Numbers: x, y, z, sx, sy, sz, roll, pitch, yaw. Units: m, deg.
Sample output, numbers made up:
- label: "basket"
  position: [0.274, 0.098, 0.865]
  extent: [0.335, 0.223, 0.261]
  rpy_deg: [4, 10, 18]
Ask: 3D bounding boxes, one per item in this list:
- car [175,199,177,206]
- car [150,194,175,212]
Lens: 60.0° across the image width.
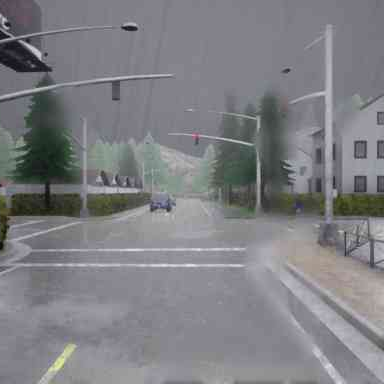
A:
- label: "car"
  position: [-3.535, 1.525, 52.322]
  extent: [1.812, 1.442, 4.674]
  rpy_deg: [0, 0, 0]
- label: "car"
  position: [-3.579, 1.221, 38.998]
  extent: [2.150, 2.045, 5.566]
  rpy_deg: [0, 0, 0]
